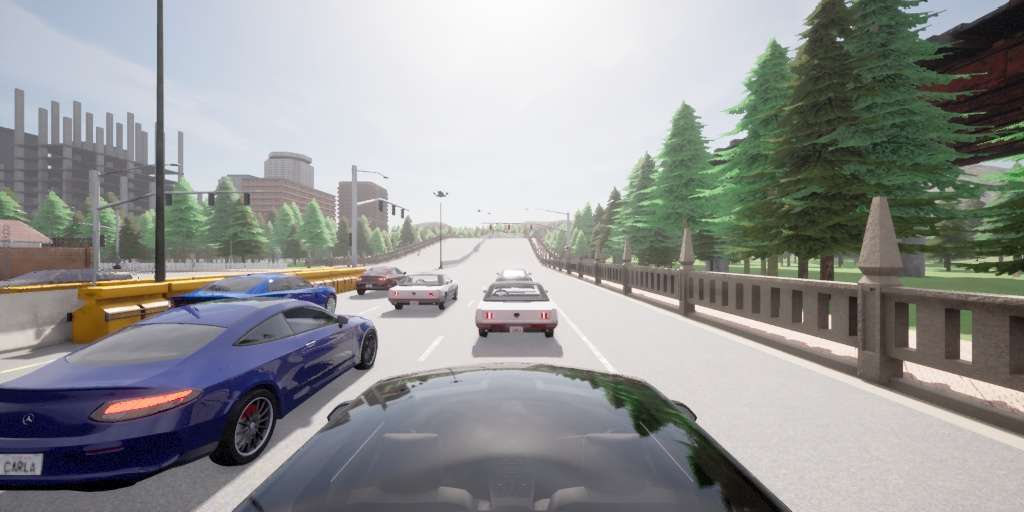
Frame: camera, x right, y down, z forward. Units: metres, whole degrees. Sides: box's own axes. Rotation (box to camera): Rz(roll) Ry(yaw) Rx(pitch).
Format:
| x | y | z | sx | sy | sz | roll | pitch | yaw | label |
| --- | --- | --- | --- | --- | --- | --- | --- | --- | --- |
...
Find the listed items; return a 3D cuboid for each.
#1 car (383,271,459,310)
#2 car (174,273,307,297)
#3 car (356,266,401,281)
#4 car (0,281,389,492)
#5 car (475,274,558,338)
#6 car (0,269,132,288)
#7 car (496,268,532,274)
| x | y | z | sx | sy | sz | roll | pitch | yaw | label |
| --- | --- | --- | --- | --- | --- | --- | --- | --- | --- |
| -3.394 | 1.351 | 14.702 | 1.895 | 1.301 | 4.718 | 0 | 0 | 0 | car |
| -6.896 | 1.228 | 10.242 | 1.882 | 1.535 | 5.008 | 0 | 0 | 0 | car |
| -6.891 | 1.276 | 19.583 | 1.812 | 1.442 | 4.674 | 0 | 0 | 0 | car |
| -3.397 | 1.276 | 4.784 | 1.812 | 1.442 | 4.674 | 0 | 0 | 0 | car |
| 0.105 | 1.351 | 10.189 | 1.895 | 1.301 | 4.718 | 0 | 0 | 0 | car |
| -21.040 | 1.297 | 16.686 | 2.033 | 1.411 | 5.357 | 0 | 0 | 1 | car |
| 0.109 | 1.314 | 18.941 | 1.994 | 1.385 | 4.181 | 0 | 0 | 0 | car |
